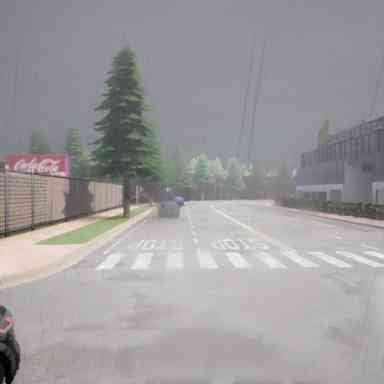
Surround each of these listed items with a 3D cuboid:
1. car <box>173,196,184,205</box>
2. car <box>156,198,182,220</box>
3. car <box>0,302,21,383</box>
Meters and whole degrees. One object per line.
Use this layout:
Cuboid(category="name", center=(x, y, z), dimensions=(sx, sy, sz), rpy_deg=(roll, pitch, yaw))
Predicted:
Cuboid(category="car", center=(-2.408, 1.461, 54.294), dimensions=(1.882, 1.535, 5.008), rpy_deg=(-1, 0, 3))
Cuboid(category="car", center=(-1.970, 1.555, 28.735), dimensions=(1.837, 1.490, 4.892), rpy_deg=(0, 0, -2))
Cuboid(category="car", center=(-3.738, 1.570, 2.667), dimensions=(1.994, 1.385, 4.181), rpy_deg=(1, 1, 37))
